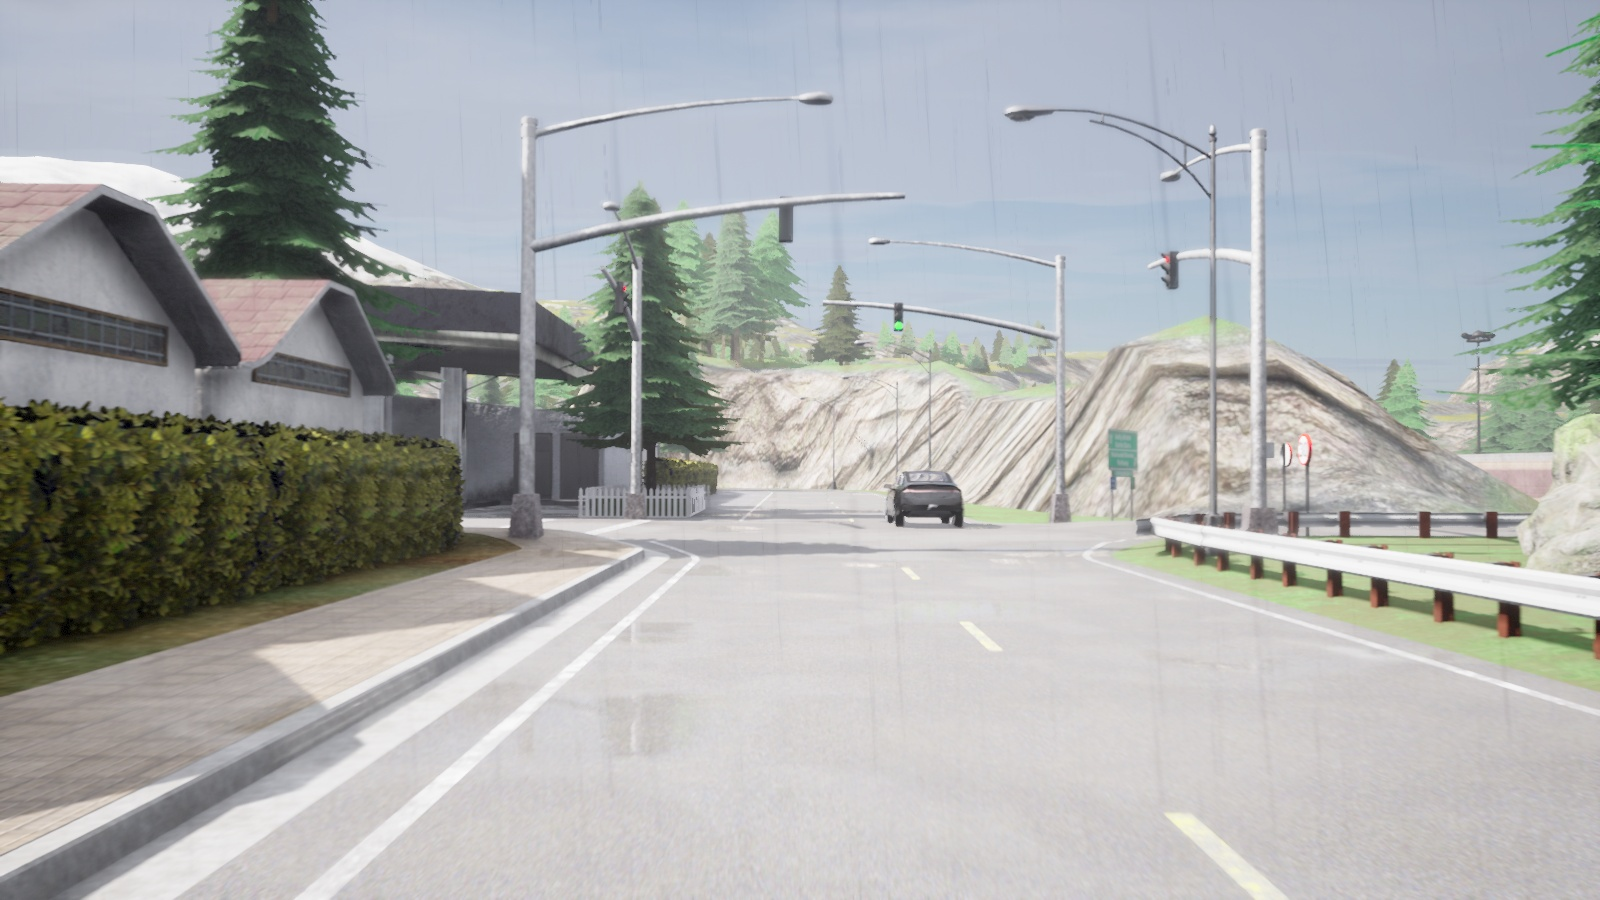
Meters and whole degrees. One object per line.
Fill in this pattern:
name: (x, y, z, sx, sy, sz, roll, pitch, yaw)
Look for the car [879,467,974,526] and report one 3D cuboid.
car: (3.421, 1.267, 34.917, 2.128, 1.511, 4.902, 0, -1, 0)
